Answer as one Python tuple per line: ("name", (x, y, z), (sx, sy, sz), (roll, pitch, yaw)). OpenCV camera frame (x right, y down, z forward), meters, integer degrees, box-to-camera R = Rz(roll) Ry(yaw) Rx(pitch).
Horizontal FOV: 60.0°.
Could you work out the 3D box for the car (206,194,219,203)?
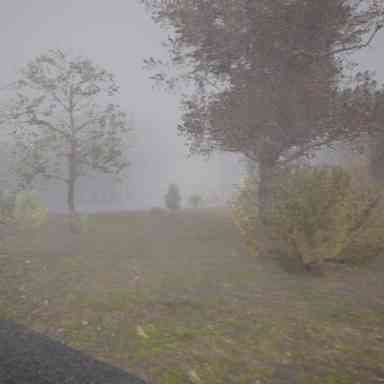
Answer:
("car", (4.205, 1.539, 76.887), (2.150, 2.045, 5.566), (0, 0, 36))
